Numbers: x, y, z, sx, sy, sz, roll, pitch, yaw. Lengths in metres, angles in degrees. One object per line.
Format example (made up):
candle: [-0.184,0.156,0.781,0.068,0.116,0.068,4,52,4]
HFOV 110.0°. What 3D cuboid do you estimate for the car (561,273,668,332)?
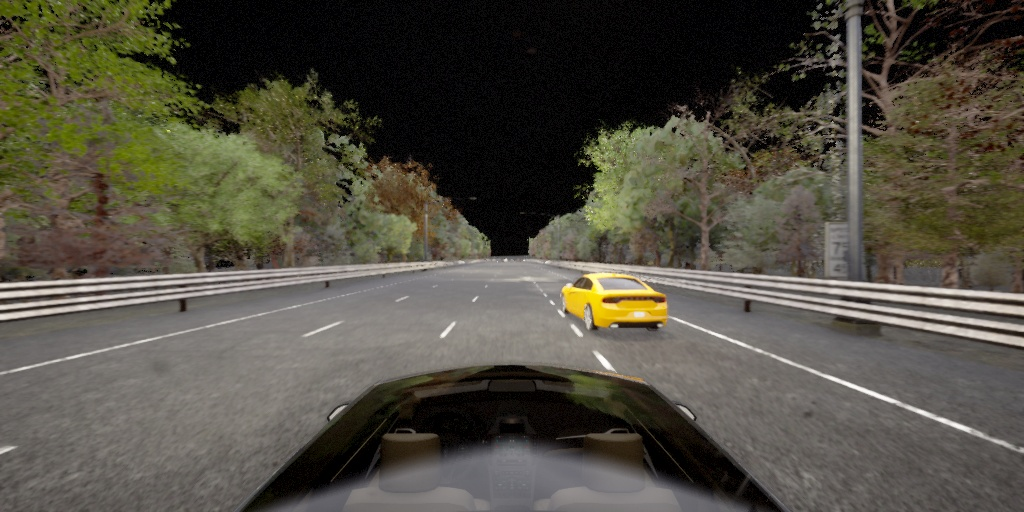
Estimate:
car: [2.860,1.275,11.113,1.882,1.535,5.008,0,0,-5]
